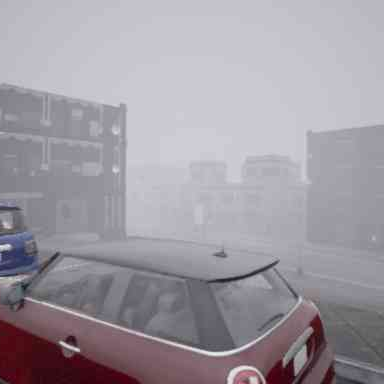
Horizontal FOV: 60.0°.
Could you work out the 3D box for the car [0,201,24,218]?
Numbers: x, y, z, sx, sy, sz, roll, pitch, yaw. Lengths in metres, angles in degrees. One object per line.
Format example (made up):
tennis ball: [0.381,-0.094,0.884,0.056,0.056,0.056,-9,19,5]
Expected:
car: [-5.525,1.188,7.009,5.566,2.045,2.435,0,0,34]

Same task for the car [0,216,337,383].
car: [-0.879,1.333,3.865,4.553,1.767,2.185,0,0,35]
